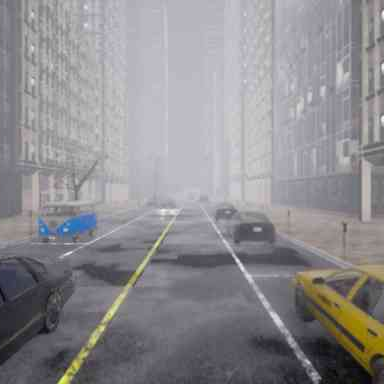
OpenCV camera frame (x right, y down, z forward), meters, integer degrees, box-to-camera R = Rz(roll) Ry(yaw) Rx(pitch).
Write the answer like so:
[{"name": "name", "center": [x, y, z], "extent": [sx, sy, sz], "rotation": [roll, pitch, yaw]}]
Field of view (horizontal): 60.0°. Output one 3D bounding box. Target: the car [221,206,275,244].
[{"name": "car", "center": [2.674, 1.565, 15.639], "extent": [1.947, 1.339, 4.313], "rotation": [0, 0, 0]}]

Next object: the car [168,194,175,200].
[{"name": "car", "center": [-5.768, 1.427, 95.242], "extent": [1.752, 1.417, 4.829], "rotation": [0, 0, 0]}]

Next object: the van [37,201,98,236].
[{"name": "van", "center": [-5.708, 1.341, 15.636], "extent": [1.690, 1.788, 3.998], "rotation": [0, 0, 0]}]

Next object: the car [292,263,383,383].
[{"name": "car", "center": [2.682, 1.526, 4.412], "extent": [1.752, 1.417, 4.829], "rotation": [0, 0, 0]}]

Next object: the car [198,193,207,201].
[{"name": "car", "center": [2.620, 1.241, 84.019], "extent": [2.192, 1.841, 5.009], "rotation": [0, 0, 0]}]

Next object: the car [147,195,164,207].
[{"name": "car", "center": [-5.733, 1.523, 49.825], "extent": [1.887, 1.381, 4.507], "rotation": [0, 0, 0]}]

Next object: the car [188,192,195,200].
[{"name": "car", "center": [-0.067, 1.319, 85.181], "extent": [2.128, 1.511, 4.902], "rotation": [0, 0, 0]}]

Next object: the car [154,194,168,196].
[{"name": "car", "center": [-5.739, 1.287, 55.524], "extent": [2.192, 1.841, 5.009], "rotation": [0, 0, 0]}]

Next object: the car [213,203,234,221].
[{"name": "car", "center": [2.665, 1.561, 27.035], "extent": [1.947, 1.339, 4.313], "rotation": [0, 0, 0]}]

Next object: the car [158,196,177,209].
[{"name": "car", "center": [-3.126, 1.584, 45.336], "extent": [1.895, 1.301, 4.718], "rotation": [0, 0, 0]}]

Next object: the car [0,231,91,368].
[{"name": "car", "center": [-3.104, 1.548, 4.006], "extent": [2.033, 1.411, 5.357], "rotation": [0, 0, 0]}]

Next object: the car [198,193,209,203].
[{"name": "car", "center": [2.334, 1.311, 67.125], "extent": [2.097, 1.767, 4.553], "rotation": [0, 0, 0]}]

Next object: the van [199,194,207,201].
[{"name": "van", "center": [2.625, 1.277, 78.320], "extent": [1.690, 1.788, 3.998], "rotation": [0, 0, 0]}]
